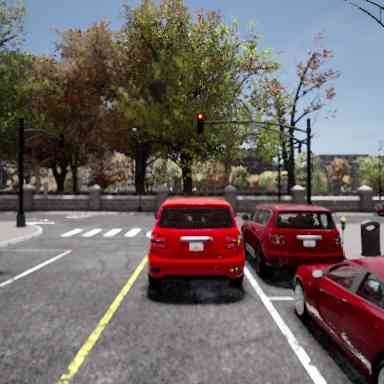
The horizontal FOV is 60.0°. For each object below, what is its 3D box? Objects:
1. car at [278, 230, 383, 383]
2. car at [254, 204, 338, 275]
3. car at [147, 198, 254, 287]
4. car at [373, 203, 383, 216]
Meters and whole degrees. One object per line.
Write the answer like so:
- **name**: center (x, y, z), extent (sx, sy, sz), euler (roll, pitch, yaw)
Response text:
- **car**: center (2.703, 1.520, 4.360), extent (1.887, 1.381, 4.507), euler (1, 0, 0)
- **car**: center (2.708, 1.260, 10.054), extent (2.192, 1.841, 5.009), euler (1, 0, 0)
- **car**: center (0.091, 1.171, 9.327), extent (2.150, 2.045, 5.566), euler (0, 0, 0)
- **car**: center (19.345, 1.316, 30.312), extent (5.009, 1.841, 2.192), euler (0, -1, 0)
